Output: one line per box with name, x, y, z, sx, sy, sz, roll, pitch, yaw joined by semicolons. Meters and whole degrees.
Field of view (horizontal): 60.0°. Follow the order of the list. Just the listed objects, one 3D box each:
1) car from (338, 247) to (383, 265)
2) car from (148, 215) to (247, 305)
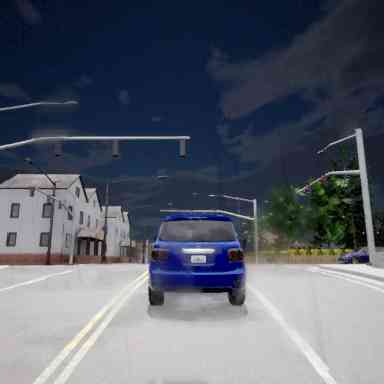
car;15.413;5.657;29.601;4.553;1.767;2.097;0;-12;1
car;0.074;1.760;9.290;2.150;2.045;5.566;0;-7;-1
